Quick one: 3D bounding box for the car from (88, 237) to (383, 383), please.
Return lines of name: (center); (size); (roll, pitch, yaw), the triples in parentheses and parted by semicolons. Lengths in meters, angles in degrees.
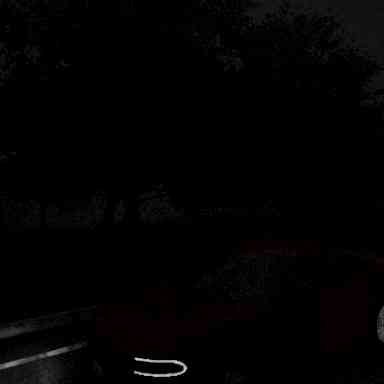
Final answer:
car: (1.103, 1.474, 4.750); (5.008, 1.535, 1.882); (0, 0, -35)
